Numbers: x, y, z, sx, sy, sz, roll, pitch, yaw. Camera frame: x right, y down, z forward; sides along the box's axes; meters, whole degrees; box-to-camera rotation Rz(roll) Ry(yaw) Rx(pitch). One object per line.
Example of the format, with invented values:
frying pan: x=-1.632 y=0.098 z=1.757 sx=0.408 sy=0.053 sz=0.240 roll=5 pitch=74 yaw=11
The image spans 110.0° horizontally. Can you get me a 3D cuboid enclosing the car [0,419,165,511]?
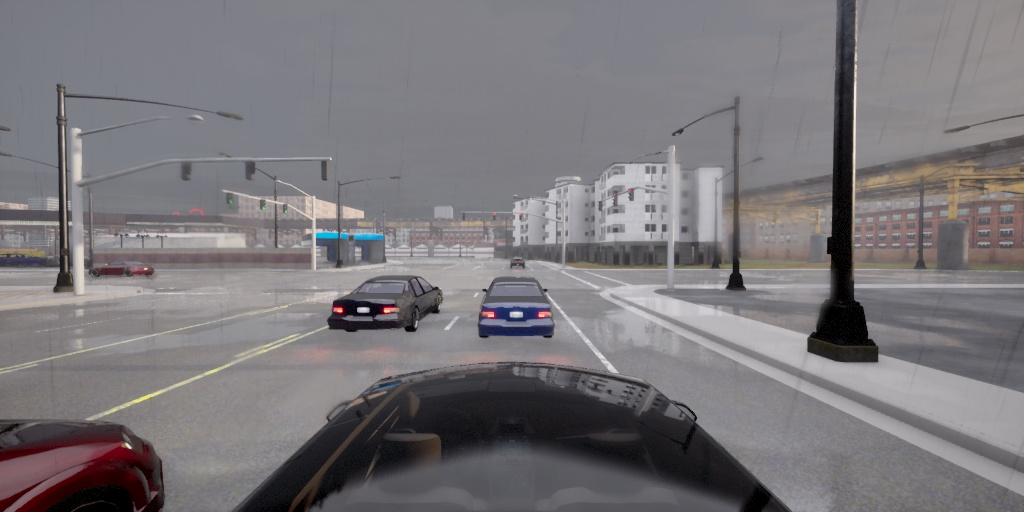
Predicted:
car: x=-3.395 y=1.314 z=0.719 sx=1.994 sy=1.385 sz=4.181 roll=0 pitch=0 yaw=0

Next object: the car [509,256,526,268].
car: x=0.707 y=0.769 z=46.126 sx=1.837 sy=1.490 sz=4.892 roll=0 pitch=1 yaw=0

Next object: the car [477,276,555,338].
car: x=0.090 y=1.279 z=10.114 sx=2.033 sy=1.411 sz=5.357 roll=0 pitch=0 yaw=0

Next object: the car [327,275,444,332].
car: x=-3.406 y=1.273 z=10.716 sx=2.033 sy=1.411 sz=5.357 roll=0 pitch=0 yaw=0

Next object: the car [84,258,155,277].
car: x=-33.684 y=1.082 z=30.964 sx=4.181 sy=1.385 sz=1.994 roll=0 pitch=1 yaw=-1
